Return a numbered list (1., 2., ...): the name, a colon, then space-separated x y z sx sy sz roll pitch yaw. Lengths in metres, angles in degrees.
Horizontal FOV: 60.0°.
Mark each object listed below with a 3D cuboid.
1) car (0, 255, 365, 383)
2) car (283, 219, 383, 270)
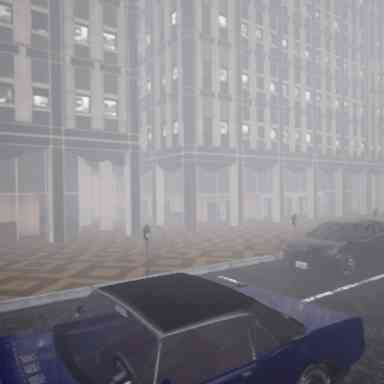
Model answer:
1. car: -0.512 1.591 3.014 4.718 1.301 1.895 -1 0 -36
2. car: 4.586 1.491 9.844 4.313 1.339 1.947 -1 0 -36
